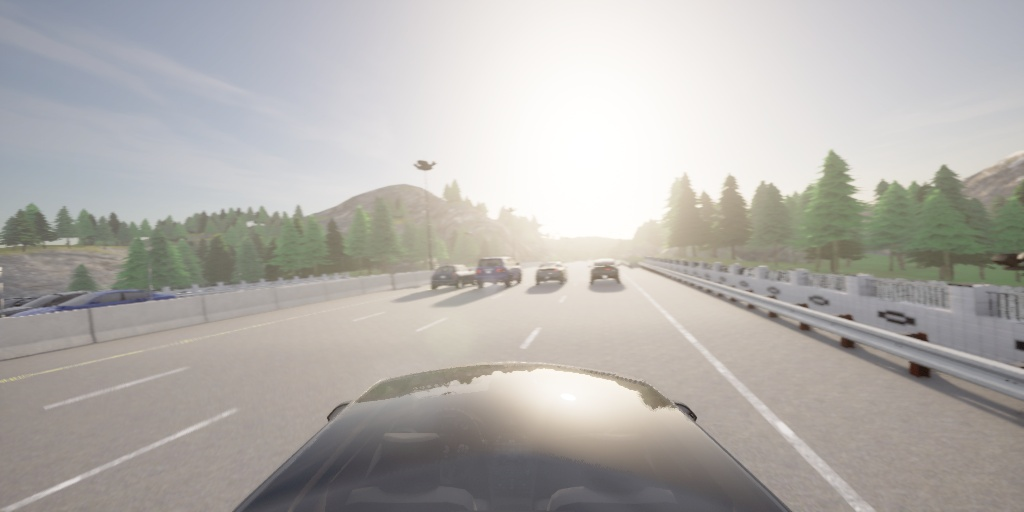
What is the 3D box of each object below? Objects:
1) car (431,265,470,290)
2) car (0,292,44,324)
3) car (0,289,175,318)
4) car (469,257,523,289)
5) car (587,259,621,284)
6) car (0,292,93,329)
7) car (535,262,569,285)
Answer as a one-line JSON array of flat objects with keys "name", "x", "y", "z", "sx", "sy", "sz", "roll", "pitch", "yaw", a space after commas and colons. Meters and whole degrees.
[{"name": "car", "x": -4.109, "y": 1.411, "z": 26.113, "sx": 2.097, "sy": 1.767, "sz": 4.553, "roll": -3, "pitch": 0, "yaw": 14}, {"name": "car", "x": -27.947, "y": 2.866, "z": 18.012, "sx": 1.882, "sy": 1.535, "sz": 5.008, "roll": -3, "pitch": 0, "yaw": 14}, {"name": "car", "x": -17.756, "y": 2.266, "z": 15.562, "sx": 1.882, "sy": 1.535, "sz": 5.008, "roll": -3, "pitch": 0, "yaw": 14}, {"name": "car", "x": -0.810, "y": 1.083, "z": 24.929, "sx": 2.150, "sy": 2.045, "sz": 5.566, "roll": -3, "pitch": 0, "yaw": 14}, {"name": "car", "x": 6.105, "y": 0.964, "z": 23.709, "sx": 1.837, "sy": 1.490, "sz": 4.892, "roll": -3, "pitch": -1, "yaw": 14}, {"name": "car", "x": -24.394, "y": 2.743, "z": 17.794, "sx": 1.994, "sy": 1.385, "sz": 4.181, "roll": -3, "pitch": 0, "yaw": 14}, {"name": "car", "x": 2.803, "y": 1.149, "z": 24.907, "sx": 2.128, "sy": 1.511, "sz": 4.902, "roll": -3, "pitch": -1, "yaw": 14}]
